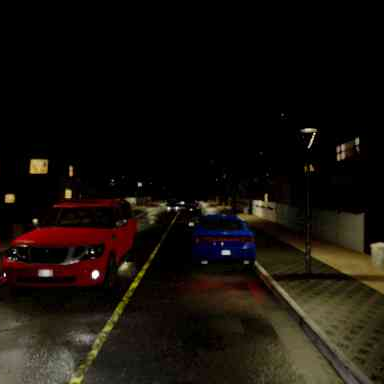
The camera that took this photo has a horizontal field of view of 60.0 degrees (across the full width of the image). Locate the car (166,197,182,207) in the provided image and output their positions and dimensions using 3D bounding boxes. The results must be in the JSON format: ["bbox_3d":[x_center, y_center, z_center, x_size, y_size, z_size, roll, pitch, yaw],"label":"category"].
[{"bbox_3d":[-3.027,1.707,53.647,2.033,1.411,5.357,0,0,0],"label":"car"}]

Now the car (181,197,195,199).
[{"bbox_3d":[-0.129,1.639,46.488,1.837,1.490,4.892,0,-1,0],"label":"car"}]

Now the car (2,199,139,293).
[{"bbox_3d":[-2.883,1.246,9.298,2.150,2.045,5.566,0,0,0],"label":"car"}]

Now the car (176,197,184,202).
[{"bbox_3d":[-3.075,1.897,85.787,1.895,1.301,4.718,0,0,0],"label":"car"}]

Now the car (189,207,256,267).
[{"bbox_3d":[0.921,1.509,11.552,1.882,1.535,5.008,0,0,0],"label":"car"}]

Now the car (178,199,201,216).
[{"bbox_3d":[-0.078,1.661,33.778,1.994,1.385,4.181,0,0,0],"label":"car"}]
